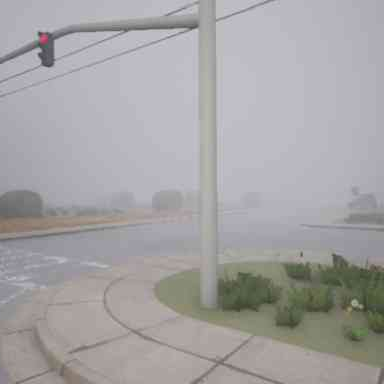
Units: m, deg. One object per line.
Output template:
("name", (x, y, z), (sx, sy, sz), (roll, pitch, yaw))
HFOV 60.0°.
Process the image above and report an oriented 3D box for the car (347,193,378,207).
("car", (21.039, 1.180, 41.174), (1.905, 1.878, 3.866), (-6, -1, -8))
